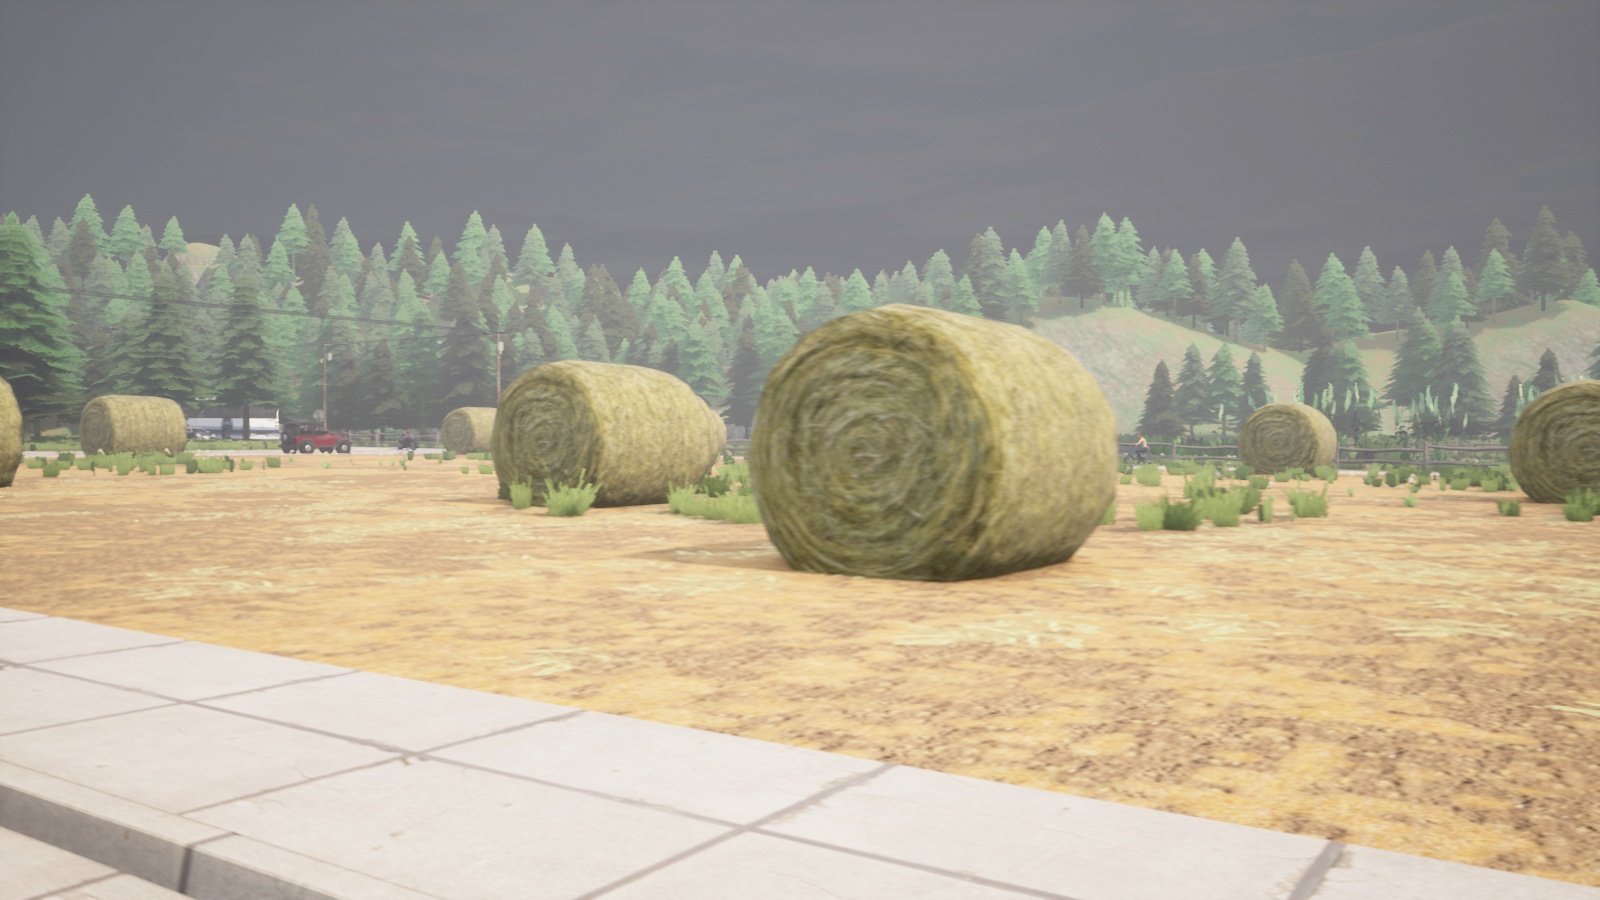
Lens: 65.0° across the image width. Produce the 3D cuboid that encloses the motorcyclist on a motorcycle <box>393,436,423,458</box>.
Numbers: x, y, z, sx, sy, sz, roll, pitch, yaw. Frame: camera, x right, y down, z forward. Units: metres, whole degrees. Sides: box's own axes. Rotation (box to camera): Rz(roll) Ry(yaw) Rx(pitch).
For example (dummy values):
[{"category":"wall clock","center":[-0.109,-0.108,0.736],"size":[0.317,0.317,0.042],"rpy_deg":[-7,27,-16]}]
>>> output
[{"category":"motorcyclist on a motorcycle","center":[-27.620,-0.199,88.478],"size":[2.191,1.530,0.866],"rpy_deg":[0,1,38]}]

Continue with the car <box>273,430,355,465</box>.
[{"category":"car","center":[-27.087,-0.157,70.105],"size":[1.905,1.878,3.866],"rpy_deg":[0,1,35]}]
